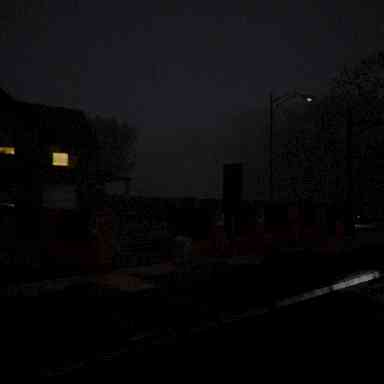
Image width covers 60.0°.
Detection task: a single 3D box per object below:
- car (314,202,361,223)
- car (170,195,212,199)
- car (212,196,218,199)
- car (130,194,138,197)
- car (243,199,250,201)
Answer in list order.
[{"bbox_3d":[10.324,1.472,25.232,1.812,1.442,4.674,0,0,-36],"label":"car"},{"bbox_3d":[-0.210,1.227,39.887,2.097,1.767,4.553,0,0,-36],"label":"car"},{"bbox_3d":[2.095,1.353,48.163,2.128,1.511,4.902,0,0,-36],"label":"car"},{"bbox_3d":[-12.838,1.238,68.947,2.128,1.511,4.902,0,0,-36],"label":"car"},{"bbox_3d":[5.009,1.437,32.629,1.812,1.442,4.674,0,0,-36],"label":"car"}]
